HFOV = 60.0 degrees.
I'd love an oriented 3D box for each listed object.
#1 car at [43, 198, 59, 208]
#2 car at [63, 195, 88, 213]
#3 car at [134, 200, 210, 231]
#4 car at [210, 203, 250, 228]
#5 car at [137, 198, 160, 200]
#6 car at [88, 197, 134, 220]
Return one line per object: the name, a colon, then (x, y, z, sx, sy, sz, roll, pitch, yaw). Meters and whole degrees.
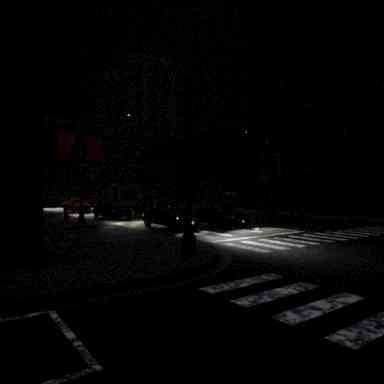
car: (-20.404, 1.529, 47.269, 1.895, 1.301, 4.718, 0, 0, -35)
car: (-12.585, 1.426, 36.272, 1.882, 1.535, 5.008, 0, 0, -35)
car: (-1.401, 1.469, 20.723, 2.128, 1.511, 4.902, 0, 0, -36)
car: (1.696, 1.500, 22.013, 1.812, 1.442, 4.674, 0, 0, -37)
car: (-3.543, 1.313, 29.262, 2.097, 1.767, 4.553, 0, 0, -36)
car: (-6.816, 1.441, 28.248, 1.882, 1.535, 5.008, 0, 0, -36)
